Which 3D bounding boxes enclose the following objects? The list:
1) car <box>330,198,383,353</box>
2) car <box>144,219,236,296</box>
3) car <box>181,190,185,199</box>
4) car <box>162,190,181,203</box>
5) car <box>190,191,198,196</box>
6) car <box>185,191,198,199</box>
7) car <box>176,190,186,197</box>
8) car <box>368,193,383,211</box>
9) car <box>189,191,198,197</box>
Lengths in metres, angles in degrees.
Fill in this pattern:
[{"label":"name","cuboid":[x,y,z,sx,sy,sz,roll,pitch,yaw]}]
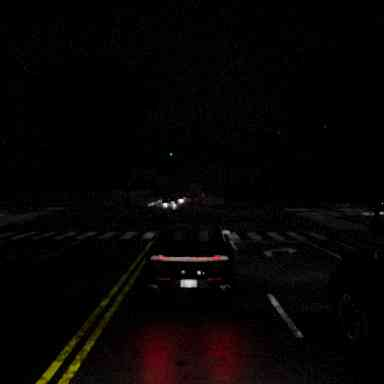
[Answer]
[{"label":"car","cuboid":[3.257,1.195,2.943,2.150,2.045,5.566,0,0,0]},{"label":"car","cuboid":[-0.009,1.422,8.437,2.128,1.511,4.902,0,0,1]},{"label":"car","cuboid":[-2.705,0.652,59.808,1.895,1.301,4.718,0,1,1]},{"label":"car","cuboid":[-2.951,0.787,45.365,1.994,1.385,4.181,0,1,1]},{"label":"car","cuboid":[0.459,0.302,83.566,1.895,1.301,4.718,0,0,1]},{"label":"car","cuboid":[0.177,0.530,64.310,1.812,1.442,4.674,0,1,1]},{"label":"car","cuboid":[-2.420,0.345,74.950,1.882,1.535,5.008,0,1,1]},{"label":"car","cuboid":[19.438,0.914,31.085,5.008,1.535,1.882,0,3,0]},{"label":"car","cuboid":[0.323,0.460,74.324,1.994,1.385,4.181,0,0,1]}]
